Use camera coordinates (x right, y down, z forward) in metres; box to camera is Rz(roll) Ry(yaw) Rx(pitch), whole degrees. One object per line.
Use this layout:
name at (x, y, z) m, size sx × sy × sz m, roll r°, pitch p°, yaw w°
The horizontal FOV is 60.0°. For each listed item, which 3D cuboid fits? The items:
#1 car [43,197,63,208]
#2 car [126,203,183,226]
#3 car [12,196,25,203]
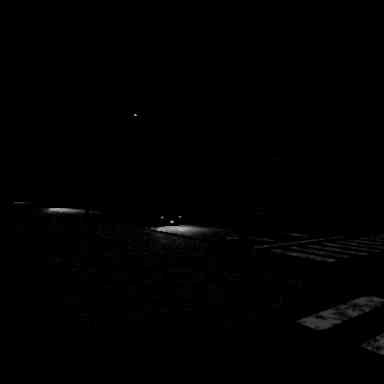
car at (-19.460, 1.469, 46.478) m, size 2.128 × 1.511 × 4.902 m, roll 1°, pitch 0°, yaw -36°
car at (-2.803, 1.499, 23.232) m, size 2.033 × 1.411 × 5.357 m, roll 1°, pitch 0°, yaw -36°
car at (-37.097, 1.550, 71.088) m, size 1.994 × 1.385 × 4.181 m, roll 1°, pitch -1°, yaw -36°
